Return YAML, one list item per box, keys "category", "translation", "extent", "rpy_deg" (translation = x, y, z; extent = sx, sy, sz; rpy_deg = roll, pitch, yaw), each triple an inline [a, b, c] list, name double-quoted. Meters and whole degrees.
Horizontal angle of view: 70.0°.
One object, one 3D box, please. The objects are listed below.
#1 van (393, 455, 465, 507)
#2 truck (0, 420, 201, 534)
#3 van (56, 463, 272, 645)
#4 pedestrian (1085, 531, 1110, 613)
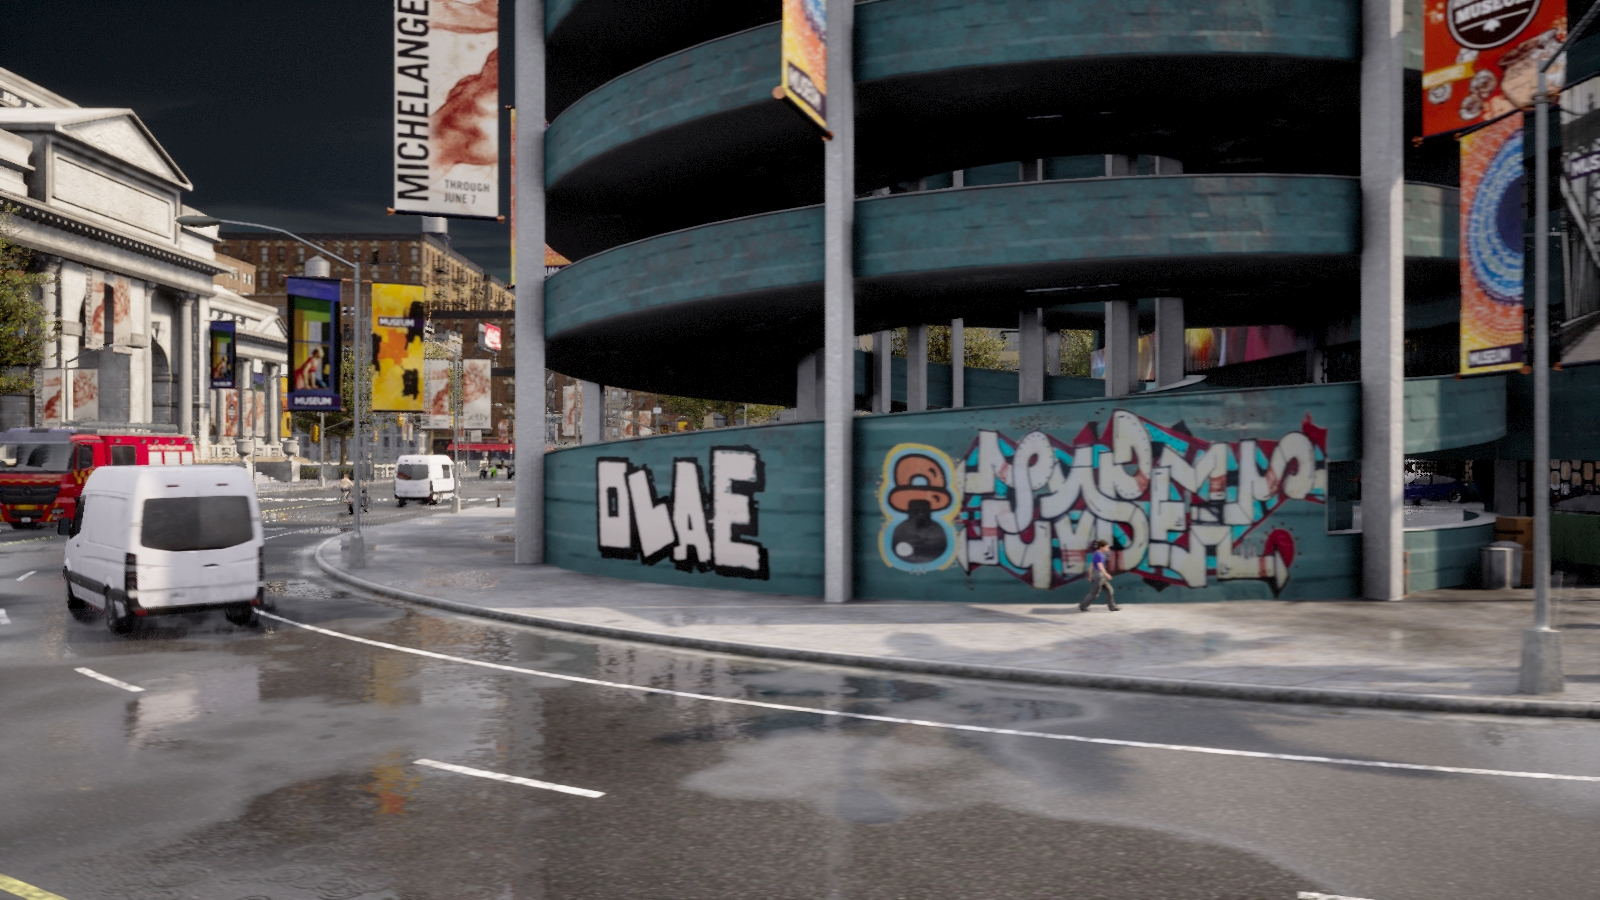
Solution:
- category: "van"
  translation: [-19.465, 1.556, 60.178]
  extent: [1.988, 2.561, 5.915]
  rpy_deg: [0, 0, -1]
- category: "truck"
  translation: [-25.875, 0.905, 42.482]
  extent: [2.891, 3.827, 8.468]
  rpy_deg: [0, 0, -1]
- category: "van"
  translation: [-10.974, 1.541, 19.444]
  extent: [1.988, 2.561, 5.915]
  rpy_deg: [-1, 0, -41]
- category: "pedestrian"
  translation: [4.848, 1.985, 18.640]
  extent: [0.375, 1.300, 0.375]
  rpy_deg: [0, 0, 10]
